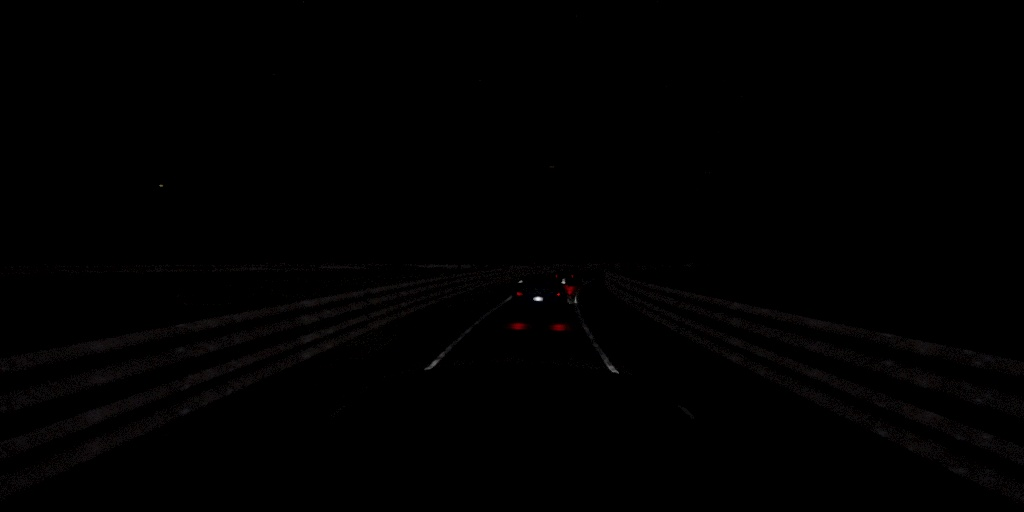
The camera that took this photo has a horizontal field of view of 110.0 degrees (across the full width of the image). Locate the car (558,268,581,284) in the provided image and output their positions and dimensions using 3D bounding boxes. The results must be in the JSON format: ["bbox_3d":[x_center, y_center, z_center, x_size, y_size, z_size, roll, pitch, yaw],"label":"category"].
[{"bbox_3d":[4.920,1.725,31.378,1.895,1.301,4.718,0,-1,17],"label":"car"}]

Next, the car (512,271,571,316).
[{"bbox_3d":[1.174,1.466,14.230,1.994,1.385,4.181,0,-1,8],"label":"car"}]
